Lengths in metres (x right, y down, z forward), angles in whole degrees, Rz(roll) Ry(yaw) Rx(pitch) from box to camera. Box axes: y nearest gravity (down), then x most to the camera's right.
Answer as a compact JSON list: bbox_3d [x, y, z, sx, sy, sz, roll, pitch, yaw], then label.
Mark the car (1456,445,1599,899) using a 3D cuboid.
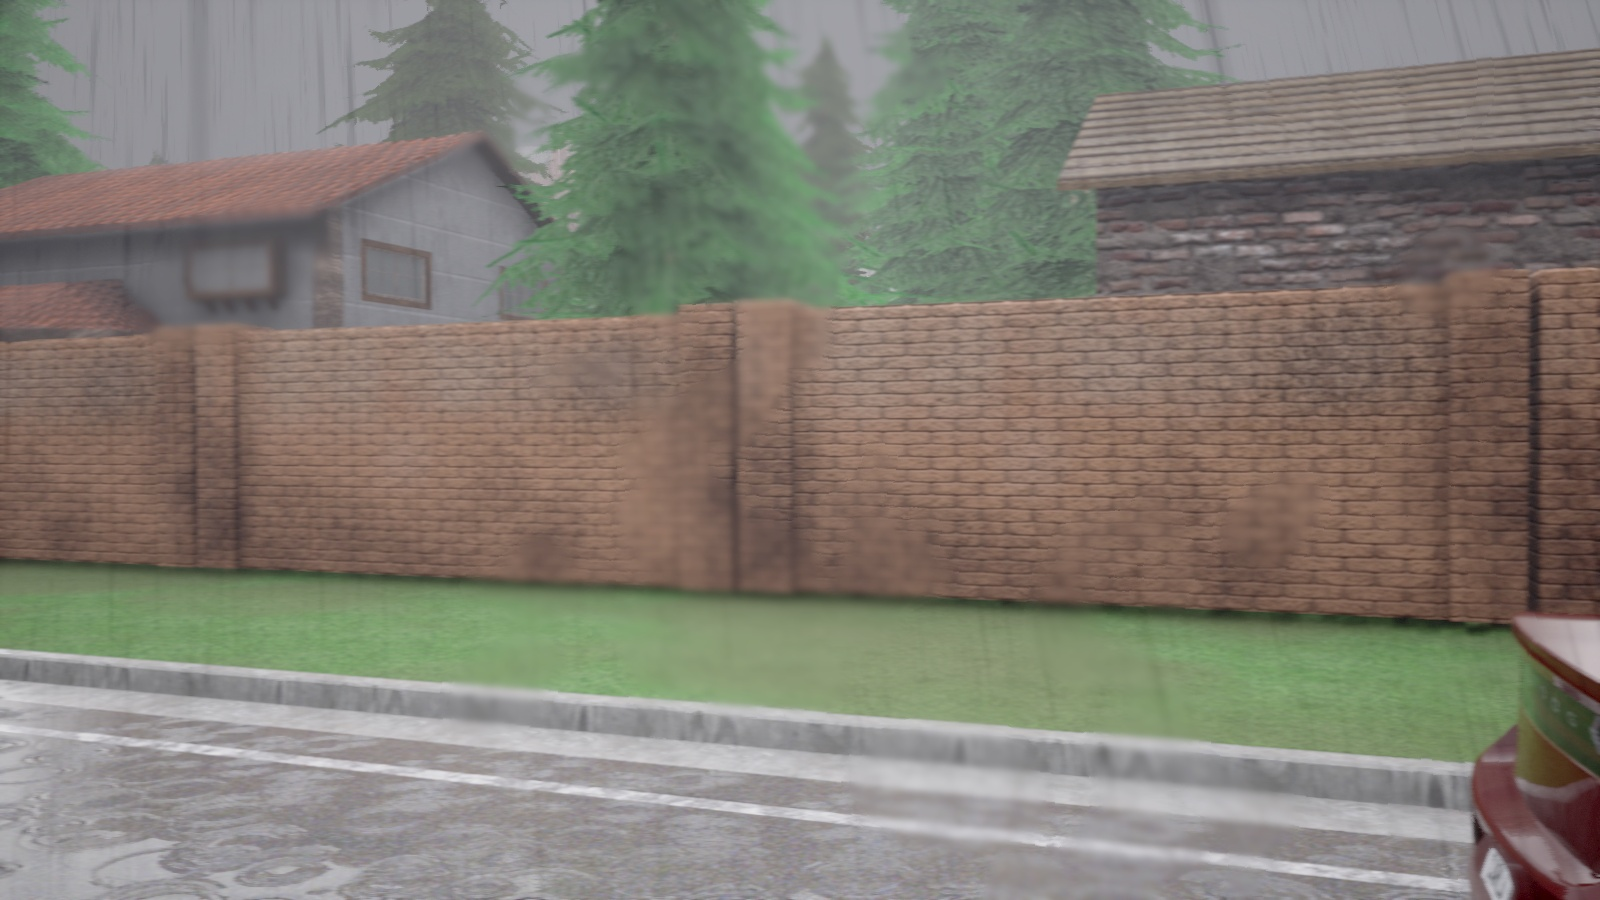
[{"bbox_3d":[3.900,0.788,1.825,5.008,1.535,1.882,1,1,20],"label":"car"}]
